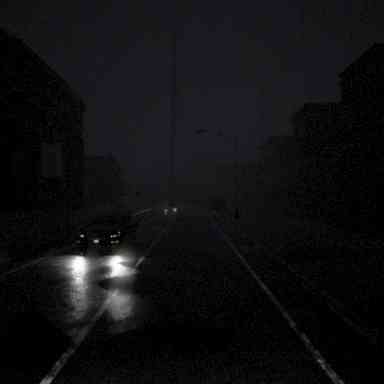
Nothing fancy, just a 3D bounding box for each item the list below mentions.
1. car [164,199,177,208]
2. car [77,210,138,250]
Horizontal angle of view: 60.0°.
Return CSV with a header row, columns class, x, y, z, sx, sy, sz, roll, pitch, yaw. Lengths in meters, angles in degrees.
class,x,y,z,sx,sy,sz,roll,pitch,yaw
car,-3.595,1.909,56.476,1.837,1.490,4.892,0,0,0
car,-3.598,1.612,14.920,1.837,1.490,4.892,0,0,0
